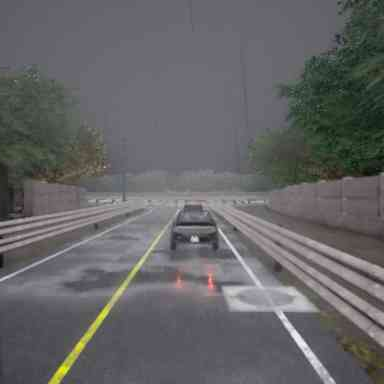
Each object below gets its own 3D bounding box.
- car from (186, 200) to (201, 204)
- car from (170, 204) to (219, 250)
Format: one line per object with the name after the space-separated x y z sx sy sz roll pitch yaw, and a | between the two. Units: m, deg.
0.127 1.566 32.586 1.882 1.535 5.008 1 0 0 | car
0.103 1.502 14.400 2.128 1.511 4.902 0 0 0 | car
